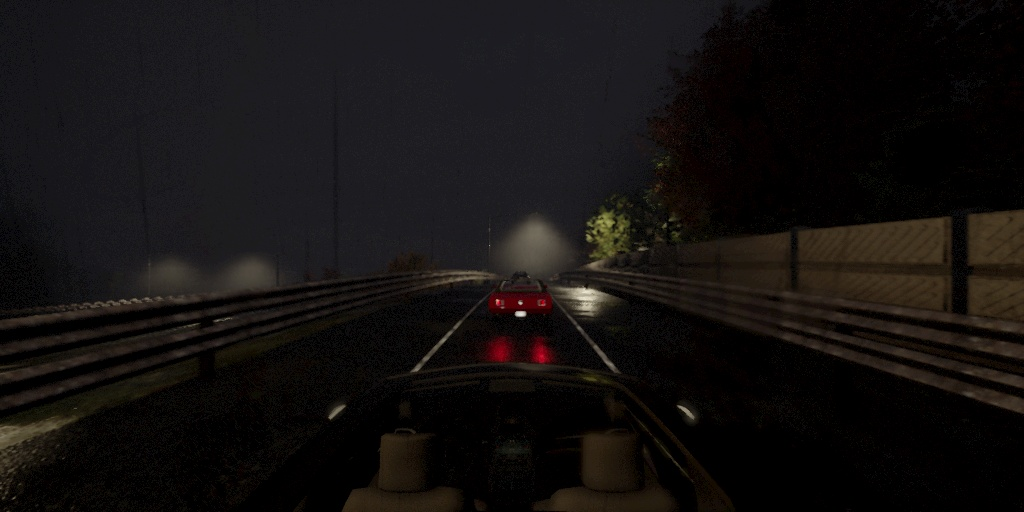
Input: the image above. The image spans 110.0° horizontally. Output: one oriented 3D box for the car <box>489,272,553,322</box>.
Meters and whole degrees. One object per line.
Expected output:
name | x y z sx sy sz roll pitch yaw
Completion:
car | 0.298 1.410 12.549 1.895 1.301 4.718 0 -1 1
